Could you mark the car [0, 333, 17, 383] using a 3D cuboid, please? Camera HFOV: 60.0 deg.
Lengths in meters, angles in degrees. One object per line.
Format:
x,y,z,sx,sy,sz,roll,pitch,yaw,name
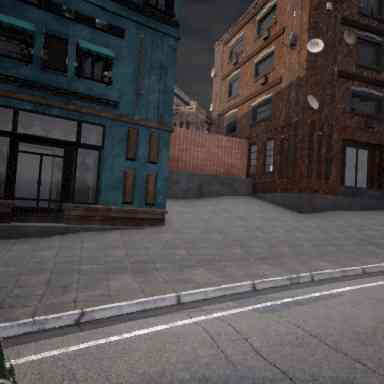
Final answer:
-3.225,1.341,1.410,4.553,1.767,2.097,0,0,-34,car
